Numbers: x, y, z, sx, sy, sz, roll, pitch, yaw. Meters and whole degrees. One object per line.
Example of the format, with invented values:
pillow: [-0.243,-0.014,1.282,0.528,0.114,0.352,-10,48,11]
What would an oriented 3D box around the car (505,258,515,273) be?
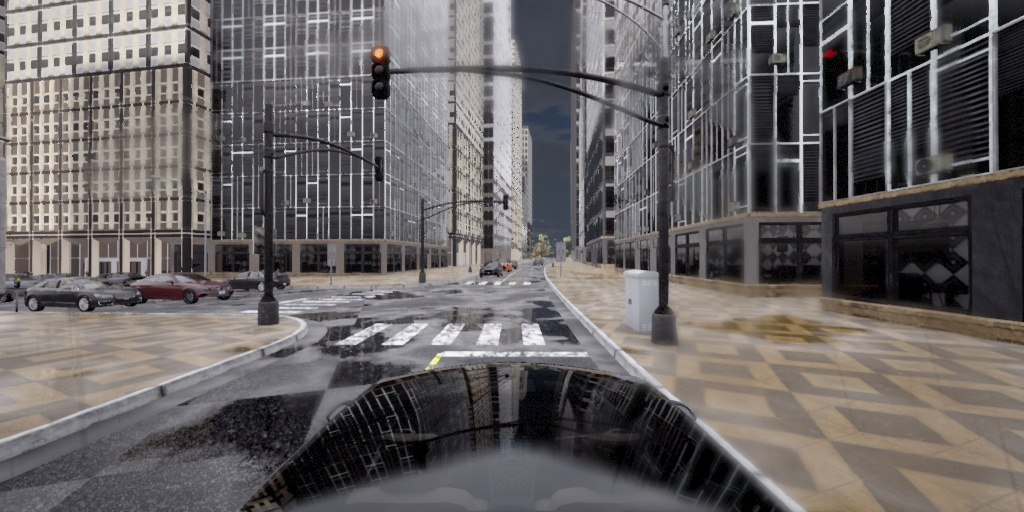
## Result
car: [-1.166,1.068,43.749,2.097,1.767,4.553,0,0,5]

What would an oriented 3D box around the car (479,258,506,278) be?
car: [-1.911,1.234,34.169,1.837,1.490,4.892,0,0,4]

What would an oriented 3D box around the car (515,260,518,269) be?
car: [-0.146,1.245,54.291,2.033,1.411,5.357,0,0,6]

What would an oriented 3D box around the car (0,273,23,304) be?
car: [-27.054,1.686,19.246,4.902,1.511,2.128,-1,0,9]

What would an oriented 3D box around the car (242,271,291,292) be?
car: [-16.806,1.607,23.474,4.403,1.370,2.007,0,0,9]

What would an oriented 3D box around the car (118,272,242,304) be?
car: [-16.162,1.525,17.513,4.674,1.442,1.812,-1,0,9]

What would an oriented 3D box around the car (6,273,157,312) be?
car: [-18.121,1.565,15.197,4.403,1.370,2.007,0,0,9]
